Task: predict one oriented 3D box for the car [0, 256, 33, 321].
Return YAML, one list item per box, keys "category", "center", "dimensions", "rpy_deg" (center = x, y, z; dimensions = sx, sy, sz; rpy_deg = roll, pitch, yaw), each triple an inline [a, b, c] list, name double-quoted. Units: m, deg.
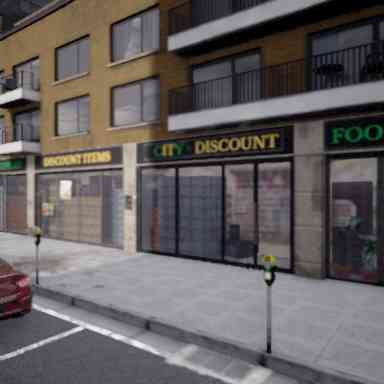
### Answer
- category: "car"
  center: [-4.538, 1.577, 6.046]
  dimensions: [4.206, 1.307, 1.802]
  rpy_deg: [0, 0, 35]
